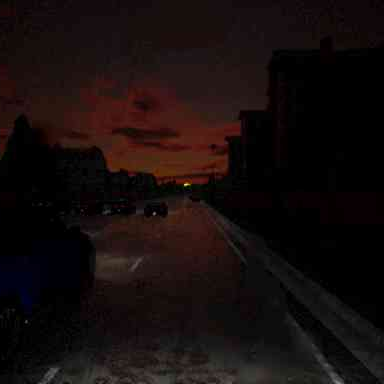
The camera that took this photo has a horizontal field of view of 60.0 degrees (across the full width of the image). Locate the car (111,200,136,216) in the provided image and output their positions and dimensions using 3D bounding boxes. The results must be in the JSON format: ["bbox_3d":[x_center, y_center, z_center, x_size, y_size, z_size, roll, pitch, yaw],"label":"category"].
[{"bbox_3d":[-6.915,1.579,33.937,2.128,1.511,4.902,0,0,0],"label":"car"}]

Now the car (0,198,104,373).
[{"bbox_3d":[-3.402,1.236,5.754,2.150,2.045,5.566,0,0,0],"label":"car"}]

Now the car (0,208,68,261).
[{"bbox_3d":[-6.906,1.512,13.439,1.882,1.535,5.008,0,0,0],"label":"car"}]

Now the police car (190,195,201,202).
[{"bbox_3d":[1.014,1.628,79.061,1.930,1.638,5.238,0,0,0],"label":"police car"}]

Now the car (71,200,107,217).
[{"bbox_3d":[-10.415,1.579,33.944,2.128,1.511,4.902,0,0,0],"label":"car"}]

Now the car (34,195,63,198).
[{"bbox_3d":[-13.892,1.306,33.121,2.150,2.045,5.566,0,0,0],"label":"car"}]

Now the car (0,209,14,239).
[{"bbox_3d":[-10.407,1.604,15.539,1.994,1.385,4.181,0,0,0],"label":"car"}]

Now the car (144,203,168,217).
[{"bbox_3d":[-3.415,1.684,32.436,1.895,1.301,4.718,0,0,0],"label":"car"}]
